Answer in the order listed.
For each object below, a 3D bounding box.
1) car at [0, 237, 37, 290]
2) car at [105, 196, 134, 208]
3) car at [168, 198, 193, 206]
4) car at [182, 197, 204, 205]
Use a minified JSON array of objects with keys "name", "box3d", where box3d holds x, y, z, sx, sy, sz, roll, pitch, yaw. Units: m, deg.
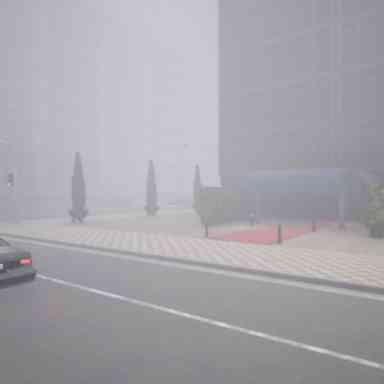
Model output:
[{"name":"car","box3d":[-5.952,1.567,8.167,5.357,1.411,2.033,0,0,36]},{"name":"car","box3d":[-10.860,1.428,50.054,2.097,1.767,4.553,0,0,36]},{"name":"car","box3d":[-2.164,1.632,56.072,1.994,1.385,4.181,0,0,36]},{"name":"car","box3d":[0.201,1.740,65.186,1.895,1.301,4.718,0,0,36]}]
